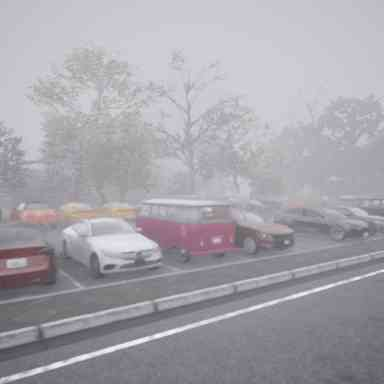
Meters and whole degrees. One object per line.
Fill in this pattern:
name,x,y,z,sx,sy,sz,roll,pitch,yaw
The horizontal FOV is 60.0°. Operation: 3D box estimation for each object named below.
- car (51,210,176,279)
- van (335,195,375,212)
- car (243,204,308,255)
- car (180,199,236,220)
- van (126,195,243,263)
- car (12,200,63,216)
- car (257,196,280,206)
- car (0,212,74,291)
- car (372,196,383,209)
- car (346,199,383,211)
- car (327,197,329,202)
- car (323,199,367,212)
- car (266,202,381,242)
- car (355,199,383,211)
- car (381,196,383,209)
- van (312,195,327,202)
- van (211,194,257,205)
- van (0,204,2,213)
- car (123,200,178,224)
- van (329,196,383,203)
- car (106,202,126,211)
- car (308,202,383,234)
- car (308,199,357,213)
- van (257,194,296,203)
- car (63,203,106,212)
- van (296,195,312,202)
car,-2.679,1.517,10.345,2.002,1.452,4.674,0,0,-35
van,21.302,1.470,43.622,1.878,1.987,4.442,1,-1,-35
car,1.842,1.468,13.568,2.097,1.535,5.008,0,0,-35
car,1.287,1.451,28.998,1.946,1.575,5.366,0,0,-35
van,-0.484,1.247,12.048,1.878,1.987,4.442,0,0,-35
car,-10.086,1.351,21.086,2.185,1.767,4.553,0,0,-35
car,5.688,1.445,32.365,2.097,1.535,5.008,0,0,-35
car,-4.955,1.511,8.757,2.163,1.488,4.792,0,0,-35
car,30.514,1.607,50.005,2.435,2.045,5.566,1,-1,-35
car,23.621,1.776,45.134,2.002,1.452,4.674,1,-1,-35
car,14.618,1.325,38.684,2.435,2.045,5.566,1,-1,-35
car,19.214,1.698,41.989,2.002,1.452,4.674,1,-1,-35
car,6.384,1.489,16.760,2.163,1.488,4.792,0,0,-35
car,25.984,1.778,46.807,2.097,1.535,5.008,1,-1,-35
car,32.770,1.647,51.612,2.435,2.045,5.566,1,-1,-35
van,12.277,1.310,37.195,1.878,1.987,4.442,1,-1,-35
van,3.502,1.223,30.658,1.878,1.987,4.442,0,0,-35
van,-12.428,1.255,19.600,1.878,1.987,4.442,0,0,-35
car,-3.330,1.464,25.929,2.231,1.521,4.892,0,0,-35
van,10.958,1.224,19.911,1.878,1.987,4.442,0,0,-35
car,-5.587,1.467,24.322,2.097,1.535,5.008,0,0,-35
car,8.628,1.495,18.398,2.002,1.452,4.674,0,0,-35
car,16.960,1.618,40.379,2.097,1.535,5.008,1,-1,-35
van,7.894,1.230,33.787,1.878,1.987,4.442,0,0,-35
car,-7.946,1.472,22.642,2.097,1.535,5.008,0,0,-35
van,10.123,1.272,35.660,1.878,1.987,4.442,1,-1,-35
